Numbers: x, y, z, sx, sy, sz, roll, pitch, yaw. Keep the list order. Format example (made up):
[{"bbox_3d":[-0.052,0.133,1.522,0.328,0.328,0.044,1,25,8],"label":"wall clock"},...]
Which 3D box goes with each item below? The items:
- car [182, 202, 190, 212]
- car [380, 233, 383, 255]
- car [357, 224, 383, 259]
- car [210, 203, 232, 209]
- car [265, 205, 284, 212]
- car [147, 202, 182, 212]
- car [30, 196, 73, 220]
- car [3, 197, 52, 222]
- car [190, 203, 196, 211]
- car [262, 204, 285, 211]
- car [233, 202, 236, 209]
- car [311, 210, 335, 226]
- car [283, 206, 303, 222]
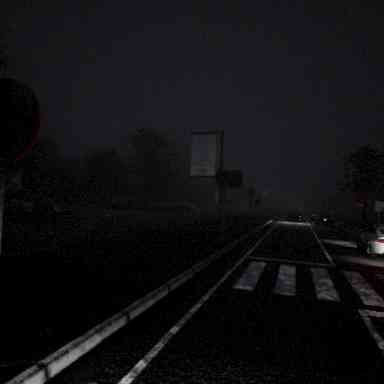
[{"bbox_3d":[-3.387,2.293,52.549,4.892,1.521,2.231,3,-1,18],"label":"car"},{"bbox_3d":[7.131,2.012,9.596,1.812,1.442,4.674,3,-1,17],"label":"car"},{"bbox_3d":[8.926,2.220,15.323,1.812,1.442,4.674,3,-1,17],"label":"car"},{"bbox_3d":[7.092,3.517,85.824,5.008,1.535,2.097,3,-1,18],"label":"car"},{"bbox_3d":[22.888,4.508,92.531,4.892,1.521,2.231,3,-2,18],"label":"car"},{"bbox_3d":[-4.375,2.217,49.426,4.674,1.452,2.002,3,-1,18],"label":"car"},{"bbox_3d":[-11.704,1.200,26.242,4.553,1.767,2.185,3,-1,17],"label":"car"},{"bbox_3d":[-12.595,1.260,23.195,4.674,1.452,2.002,3,-1,17],"label":"car"},{"bbox_3d":[-2.415,2.406,55.673,5.008,1.535,2.097,3,-1,18],"label":"car"},{"bbox_3d":[20.381,4.171,84.516,4.892,1.521,2.231,3,-1,18],"label":"car"},{"bbox_3d":[8.752,3.731,91.135,5.008,1.535,2.097,3,-1,18],"label":"car"},{"bbox_3d":[14.829,3.010,37.292,1.994,1.385,4.181,2,-1,19],"label":"car"},{"bbox_3d":[12.874,2.921,41.975,1.882,1.535,5.008,3,-1,17],"label":"car"}]
